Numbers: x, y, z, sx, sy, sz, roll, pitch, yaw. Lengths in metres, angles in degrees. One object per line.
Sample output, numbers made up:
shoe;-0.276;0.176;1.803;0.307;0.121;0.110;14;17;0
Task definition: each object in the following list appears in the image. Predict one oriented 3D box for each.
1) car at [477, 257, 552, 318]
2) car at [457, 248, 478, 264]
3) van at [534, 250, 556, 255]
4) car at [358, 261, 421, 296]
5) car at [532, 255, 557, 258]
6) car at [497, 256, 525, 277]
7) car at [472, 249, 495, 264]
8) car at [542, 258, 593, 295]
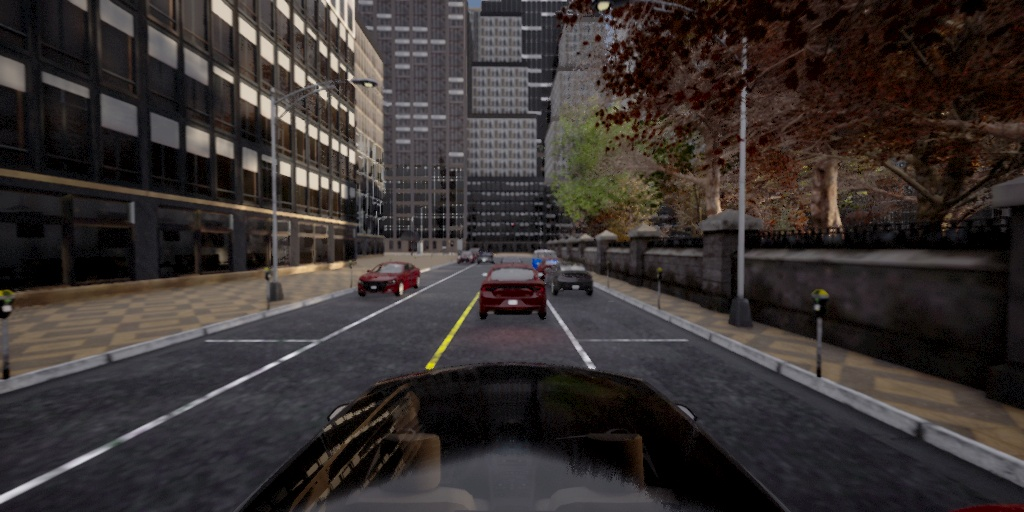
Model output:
car;0.023;0.971;11.678;1.882;1.535;5.008;0;2;0
car;-5.538;0.101;43.934;1.967;1.591;4.097;0;0;0
van;2.430;0.429;27.344;1.690;1.789;3.998;0;0;0
car;-5.391;0.925;16.218;1.888;1.381;4.507;0;0;0
car;2.460;0.777;21.801;1.888;1.381;4.507;0;0;0
car;-0.051;0.700;26.977;1.895;1.301;4.718;0;2;0
car;-3.053;0.203;41.940;2.128;1.511;4.902;0;1;0
car;2.490;0.925;16.257;2.007;1.370;4.403;0;0;0
